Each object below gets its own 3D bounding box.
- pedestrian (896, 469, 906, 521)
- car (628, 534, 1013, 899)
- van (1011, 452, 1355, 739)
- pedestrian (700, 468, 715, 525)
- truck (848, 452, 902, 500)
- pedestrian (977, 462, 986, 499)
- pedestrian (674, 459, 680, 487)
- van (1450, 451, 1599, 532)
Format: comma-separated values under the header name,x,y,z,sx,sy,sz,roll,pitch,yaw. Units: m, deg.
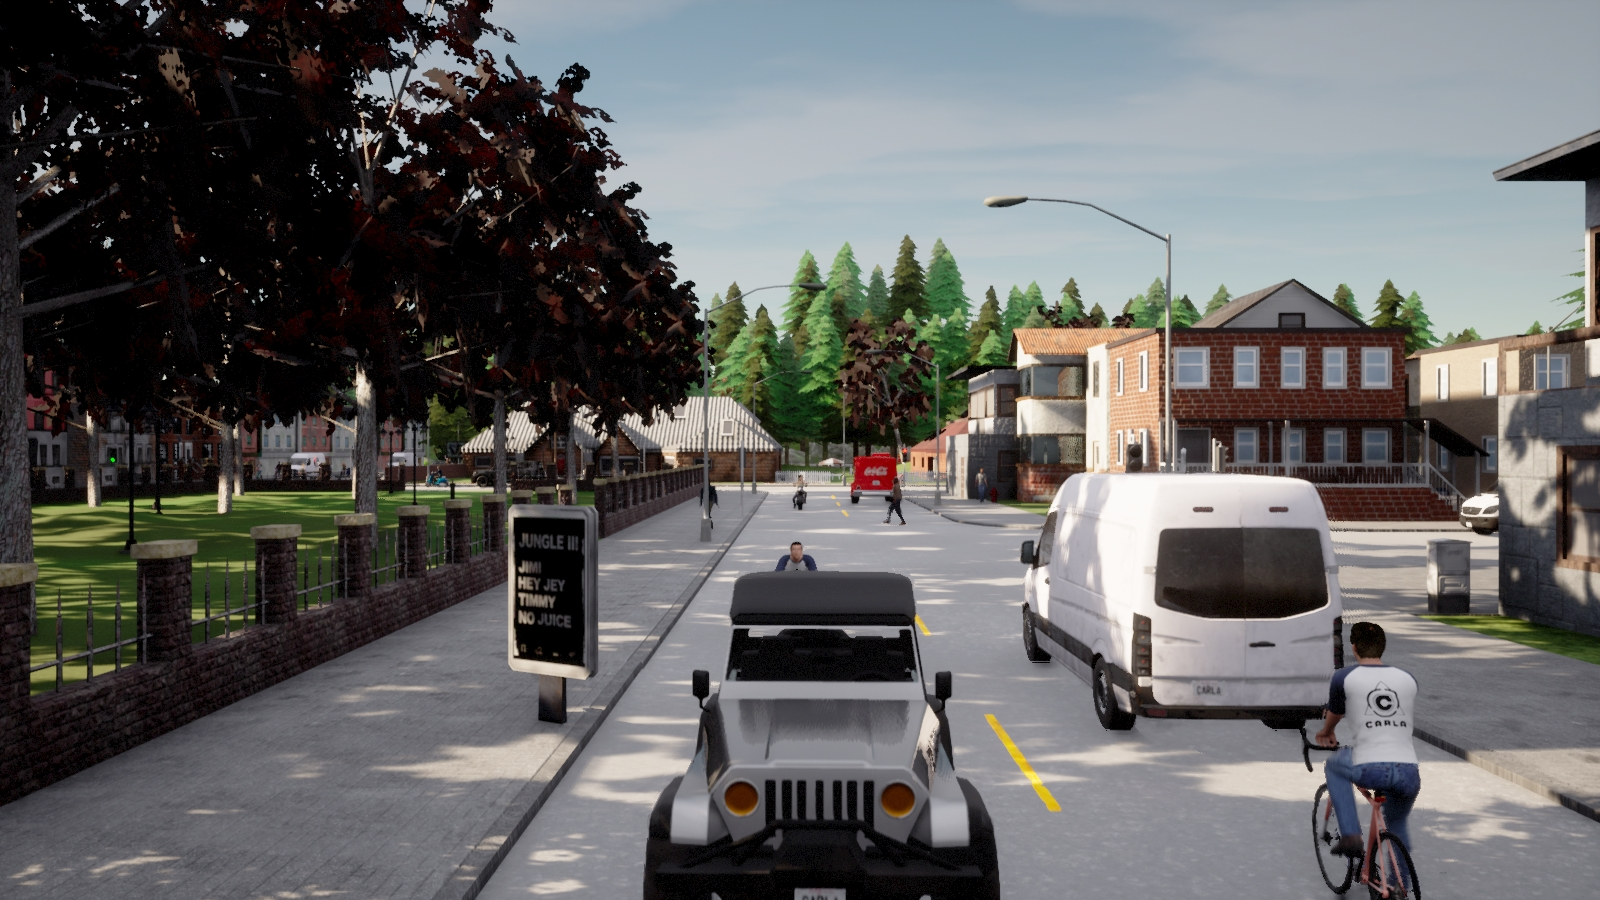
name,x,y,z,sx,sy,sz,roll,pitch,yaw
pedestrian,3.706,1.645,41.903,0.375,1.860,0.375,0,0,3
car,0.151,1.641,7.594,1.905,1.878,3.866,0,0,2
van,3.999,1.321,13.252,1.988,2.561,5.915,0,0,0
pedestrian,-3.082,1.540,38.059,0.375,1.860,0.375,0,0,15
truck,3.969,1.372,61.570,2.627,2.467,5.204,0,0,1
pedestrian,9.212,1.547,57.898,0.375,1.860,0.375,0,0,-1
pedestrian,-8.358,1.556,77.486,0.375,1.860,0.375,0,0,0
van,24.712,1.329,37.232,5.915,2.561,1.988,0,0,0
